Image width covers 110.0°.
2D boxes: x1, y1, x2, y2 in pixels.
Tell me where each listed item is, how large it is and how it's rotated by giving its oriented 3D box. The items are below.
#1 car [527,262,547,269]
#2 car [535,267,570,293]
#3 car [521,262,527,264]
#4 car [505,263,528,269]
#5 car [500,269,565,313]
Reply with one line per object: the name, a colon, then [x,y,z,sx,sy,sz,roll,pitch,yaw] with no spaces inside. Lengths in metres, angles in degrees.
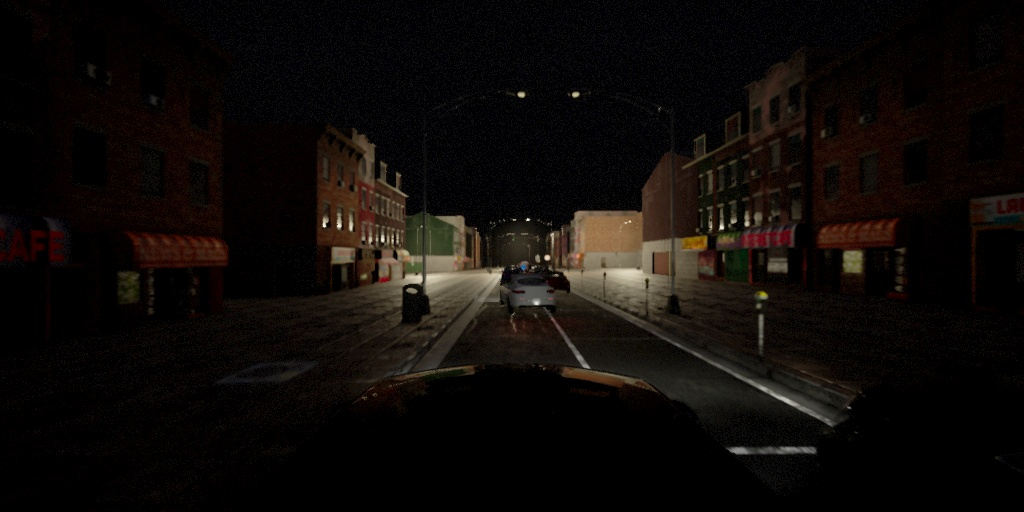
car: [2.653,1.622,33.416,1.967,1.591,4.097,0,0,0]
car: [2.647,1.612,22.613,1.802,1.307,4.207,0,0,0]
car: [2.658,1.654,44.219,2.192,1.841,5.009,0,0,0]
car: [0.101,1.605,29.547,1.882,1.535,5.008,0,-1,0]
car: [0.577,1.451,14.904,1.812,1.442,4.674,0,-1,-7]
